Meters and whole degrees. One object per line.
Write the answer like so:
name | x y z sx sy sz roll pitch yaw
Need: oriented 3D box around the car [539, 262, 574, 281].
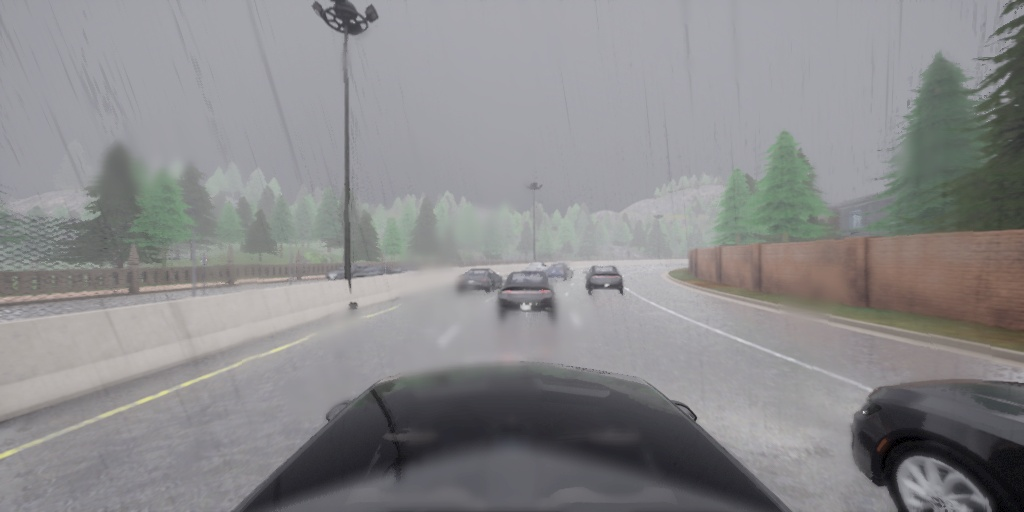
car | 4.195 1.378 31.358 2.033 1.411 5.357 -1 0 17

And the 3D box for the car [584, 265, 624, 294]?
car | 5.182 1.270 20.386 2.128 1.511 4.902 -1 0 10

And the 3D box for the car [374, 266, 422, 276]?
car | -7.962 1.484 26.767 1.994 1.385 4.181 -1 0 13

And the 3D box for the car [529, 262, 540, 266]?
car | 2.769 1.395 37.874 1.812 1.442 4.674 -1 0 20

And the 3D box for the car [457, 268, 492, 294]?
car | -1.767 1.406 21.042 1.994 1.385 4.181 -1 0 10

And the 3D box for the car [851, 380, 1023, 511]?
car | 3.787 1.219 0.919 1.837 1.490 4.892 -1 0 -3

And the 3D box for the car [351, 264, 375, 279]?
car | -11.028 1.520 29.026 1.994 1.385 4.181 -1 0 14

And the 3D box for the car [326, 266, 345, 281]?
car | -14.017 1.484 31.535 2.128 1.511 4.902 -1 0 15

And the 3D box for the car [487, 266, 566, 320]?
car | 0.622 1.280 12.778 2.128 1.511 4.902 -1 0 5
